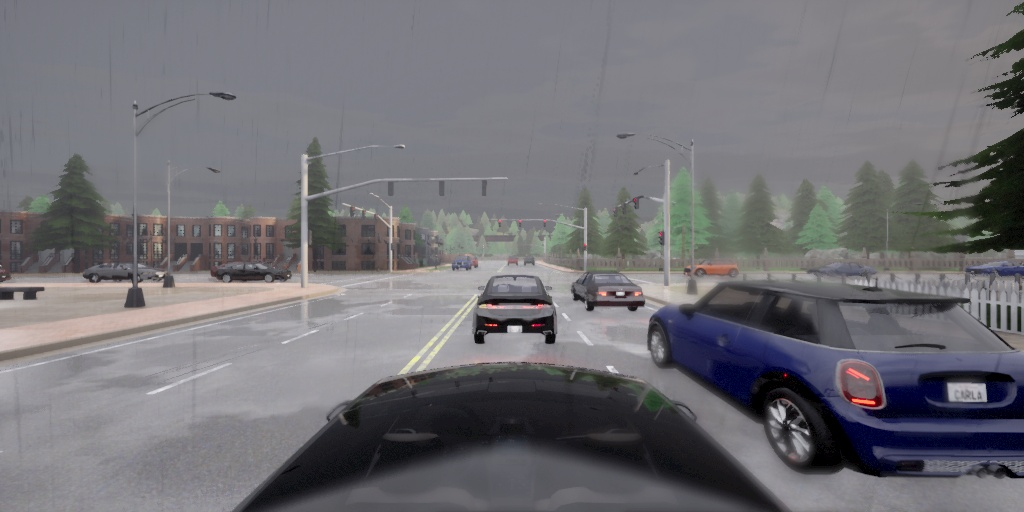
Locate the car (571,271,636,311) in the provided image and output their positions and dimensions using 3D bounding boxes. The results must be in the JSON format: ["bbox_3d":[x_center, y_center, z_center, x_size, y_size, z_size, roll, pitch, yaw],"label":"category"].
[{"bbox_3d":[3.610,1.297,14.380,2.033,1.411,5.357,0,0,1],"label":"car"}]

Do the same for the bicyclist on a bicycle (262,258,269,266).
[{"bbox_3d":[-28.735,1.052,41.685,0.582,1.620,1.656,0,0,-1],"label":"bicyclist on a bicycle"}]

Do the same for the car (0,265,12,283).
[{"bbox_3d":[-39.167,1.227,25.243,5.008,1.535,1.882,0,0,-18],"label":"car"}]

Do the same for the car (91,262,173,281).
[{"bbox_3d":[-31.908,1.275,30.240,4.674,1.442,1.812,0,0,-7],"label":"car"}]

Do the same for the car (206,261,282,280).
[{"bbox_3d":[-22.811,1.227,30.669,5.008,1.535,1.882,0,0,-1],"label":"car"}]

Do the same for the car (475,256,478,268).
[{"bbox_3d":[-6.945,0.970,60.501,2.150,2.045,5.566,0,0,0],"label":"car"}]

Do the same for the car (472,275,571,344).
[{"bbox_3d":[0.079,1.241,9.555,2.128,1.511,4.902,0,0,1],"label":"car"}]

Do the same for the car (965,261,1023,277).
[{"bbox_3d":[45.986,1.227,33.831,5.008,1.535,1.882,0,0,1],"label":"car"}]

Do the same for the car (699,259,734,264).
[{"bbox_3d":[18.775,1.101,33.963,4.553,1.767,2.097,0,0,0],"label":"car"}]

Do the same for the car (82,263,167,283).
[{"bbox_3d":[-28.998,1.241,26.961,4.902,1.511,2.128,0,0,-4],"label":"car"}]

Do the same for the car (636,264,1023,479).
[{"bbox_3d":[3.608,1.102,4.963,2.097,1.767,4.553,0,0,0],"label":"car"}]

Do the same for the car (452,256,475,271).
[{"bbox_3d":[-6.972,0.971,50.276,2.150,2.045,5.566,0,0,1],"label":"car"}]

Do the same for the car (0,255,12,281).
[{"bbox_3d":[-43.341,0.970,27.498,5.566,2.045,2.150,0,0,-22],"label":"car"}]

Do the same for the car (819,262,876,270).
[{"bbox_3d":[31.199,1.297,33.920,5.357,1.411,2.033,0,0,1],"label":"car"}]

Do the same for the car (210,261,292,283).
[{"bbox_3d":[-19.502,1.227,27.231,5.008,1.535,1.882,0,0,-1],"label":"car"}]
